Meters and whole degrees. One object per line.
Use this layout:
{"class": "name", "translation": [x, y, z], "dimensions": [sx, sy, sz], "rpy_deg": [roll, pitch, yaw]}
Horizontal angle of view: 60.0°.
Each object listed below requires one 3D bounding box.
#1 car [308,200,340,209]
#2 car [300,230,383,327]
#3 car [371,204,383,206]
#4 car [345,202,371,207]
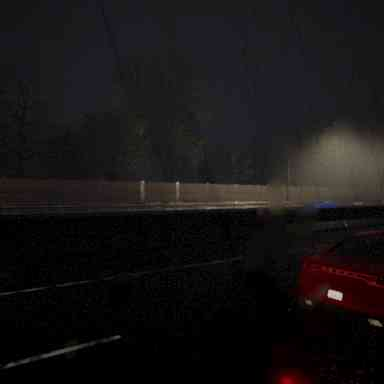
{"class": "car", "translation": [16.478, 1.768, 41.511], "dimensions": [5.008, 1.535, 1.882], "rpy_deg": [1, 0, -35]}
{"class": "car", "translation": [4.342, 1.533, 6.841], "dimensions": [5.008, 1.535, 1.882], "rpy_deg": [0, 0, -35]}
{"class": "car", "translation": [22.533, 1.817, 37.225], "dimensions": [4.892, 1.490, 1.837], "rpy_deg": [1, -1, -35]}
{"class": "car", "translation": [20.042, 1.870, 39.744], "dimensions": [4.181, 1.385, 1.994], "rpy_deg": [1, 0, -35]}
